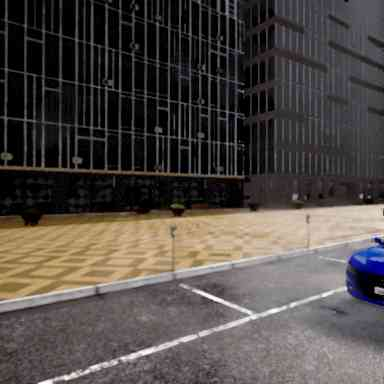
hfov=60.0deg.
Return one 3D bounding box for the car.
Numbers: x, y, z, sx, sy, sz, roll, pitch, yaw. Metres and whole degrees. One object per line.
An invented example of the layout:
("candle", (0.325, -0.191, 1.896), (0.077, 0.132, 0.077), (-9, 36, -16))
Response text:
("car", (5.290, 1.416, 7.152), (5.008, 1.535, 1.882), (-1, 0, -35))
